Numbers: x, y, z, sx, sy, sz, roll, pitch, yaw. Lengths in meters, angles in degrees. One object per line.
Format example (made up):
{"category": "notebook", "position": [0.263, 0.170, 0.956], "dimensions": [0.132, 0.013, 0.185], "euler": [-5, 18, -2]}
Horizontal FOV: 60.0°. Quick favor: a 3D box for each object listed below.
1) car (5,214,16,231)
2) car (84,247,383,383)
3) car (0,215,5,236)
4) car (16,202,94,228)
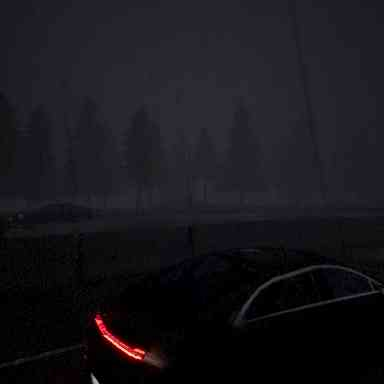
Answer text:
{"category": "car", "position": [-11.553, 1.564, 16.910], "dimensions": [4.181, 1.385, 1.994], "euler": [0, 0, -35]}
{"category": "car", "position": [1.185, 1.490, 4.269], "dimensions": [4.902, 1.511, 2.128], "euler": [0, 0, -33]}
{"category": "car", "position": [-10.539, 1.505, 13.399], "dimensions": [4.892, 1.490, 1.837], "euler": [0, 0, -35]}
{"category": "car", "position": [-9.259, 1.477, 22.610], "dimensions": [5.008, 1.535, 1.882], "euler": [0, 0, -31]}
